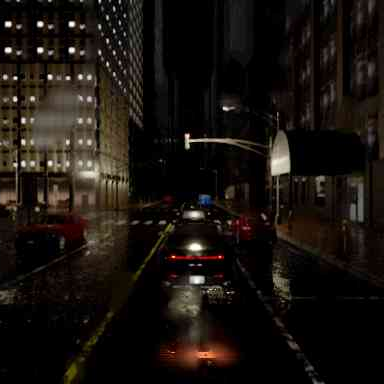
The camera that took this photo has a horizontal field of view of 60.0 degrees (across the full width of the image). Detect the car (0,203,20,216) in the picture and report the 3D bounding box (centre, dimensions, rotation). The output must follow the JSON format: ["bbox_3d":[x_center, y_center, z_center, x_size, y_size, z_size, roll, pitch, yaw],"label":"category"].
[{"bbox_3d":[-18.626,1.378,29.613,5.009,1.841,2.192,0,0,1],"label":"car"}]

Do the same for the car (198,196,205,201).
[{"bbox_3d":[2.633,1.769,93.435,1.802,1.307,4.206,0,0,0],"label":"car"}]

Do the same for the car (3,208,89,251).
[{"bbox_3d":[-5.833,1.577,14.281,1.887,1.381,4.507,0,0,0],"label":"car"}]

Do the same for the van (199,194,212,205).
[{"bbox_3d":[2.651,1.468,59.255,1.690,1.788,3.998,0,0,0],"label":"van"}]

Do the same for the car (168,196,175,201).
[{"bbox_3d":[-5.748,1.753,93.431,1.947,1.339,4.313,0,0,0],"label":"car"}]

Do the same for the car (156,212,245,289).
[{"bbox_3d":[0.094,1.527,9.172,1.837,1.490,4.892,0,0,0],"label":"car"}]

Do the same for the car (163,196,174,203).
[{"bbox_3d":[-5.738,1.704,76.341,1.887,1.381,4.507,0,0,0],"label":"car"}]

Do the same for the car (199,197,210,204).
[{"bbox_3d":[2.645,1.700,70.648,2.008,1.369,4.403,0,0,0],"label":"car"}]

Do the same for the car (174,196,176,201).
[{"bbox_3d":[-5.741,1.735,82.038,1.947,1.339,4.313,0,0,0],"label":"car"}]

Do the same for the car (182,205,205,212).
[{"bbox_3d":[0.090,1.605,18.180,1.994,1.385,4.181,0,0,0],"label":"car"}]

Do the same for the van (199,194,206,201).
[{"bbox_3d":[2.635,1.519,87.739,1.690,1.788,3.998,0,0,0],"label":"van"}]

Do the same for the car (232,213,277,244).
[{"bbox_3d":[2.806,1.617,15.662,1.802,1.307,4.206,0,0,0],"label":"car"}]

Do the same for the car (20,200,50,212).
[{"bbox_3d":[-18.544,1.589,37.995,4.403,1.369,2.008,0,0,1],"label":"car"}]
